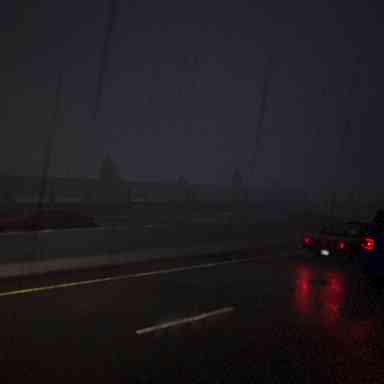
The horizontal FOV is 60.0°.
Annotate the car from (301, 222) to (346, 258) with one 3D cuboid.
[{"bbox_3d":[6.314,1.791,12.539,4.718,1.301,1.895,1,-1,-35],"label":"car"}]

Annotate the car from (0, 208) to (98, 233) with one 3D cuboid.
[{"bbox_3d":[-7.148,1.525,16.088,5.008,1.535,1.882,1,-1,-35],"label":"car"}]

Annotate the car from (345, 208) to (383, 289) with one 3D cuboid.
[{"bbox_3d":[6.468,1.375,8.353,5.566,2.045,2.150,1,-1,-35],"label":"car"}]

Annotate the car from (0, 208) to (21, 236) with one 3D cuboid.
[{"bbox_3d":[-11.397,1.571,17.358,4.181,1.385,1.994,1,-1,-35],"label":"car"}]

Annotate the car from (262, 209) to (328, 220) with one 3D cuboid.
[{"bbox_3d":[6.844,1.831,21.757,5.357,1.411,2.033,1,-1,-35],"label":"car"}]
